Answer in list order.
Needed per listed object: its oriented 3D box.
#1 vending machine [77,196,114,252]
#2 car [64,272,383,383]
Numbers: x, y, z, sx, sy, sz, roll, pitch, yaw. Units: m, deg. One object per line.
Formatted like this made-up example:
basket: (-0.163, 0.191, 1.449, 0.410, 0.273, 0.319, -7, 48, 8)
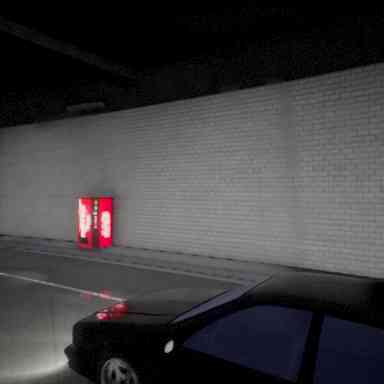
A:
vending machine: (-3.784, 1.195, 13.047, 0.880, 2.100, 1.100, 0, 0, 29)
car: (1.152, 1.547, 3.075, 5.357, 1.411, 2.033, 0, 0, 34)
